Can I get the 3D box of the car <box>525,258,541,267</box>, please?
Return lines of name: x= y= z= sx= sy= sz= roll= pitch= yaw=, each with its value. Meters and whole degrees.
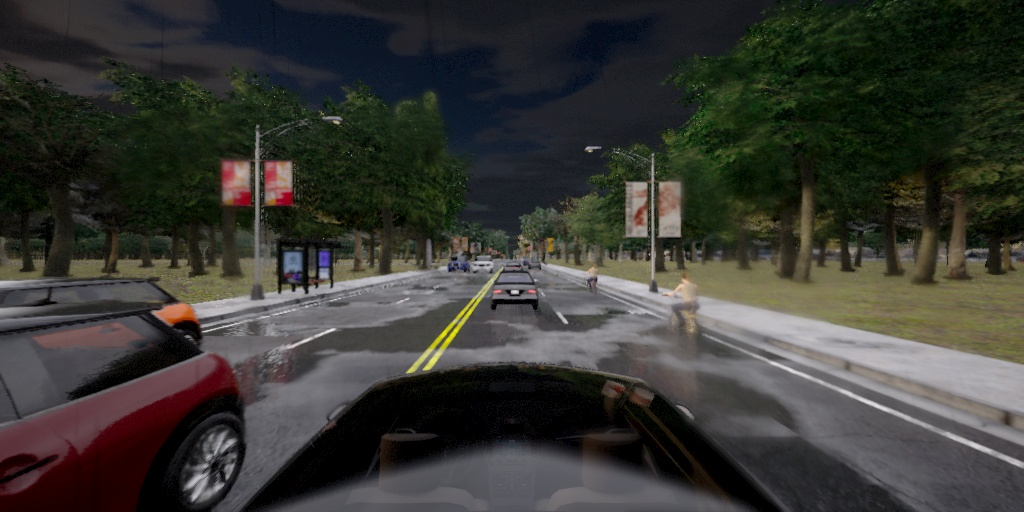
car: x=3.359 y=1.273 z=54.105 sx=2.128 sy=1.511 sz=4.902 roll=0 pitch=0 yaw=0

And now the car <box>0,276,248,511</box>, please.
car: x=-3.350 y=1.102 z=1.178 sx=2.097 sy=1.767 sz=4.553 roll=0 pitch=0 yaw=0

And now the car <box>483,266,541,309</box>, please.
car: x=0.102 y=1.304 z=14.976 sx=2.033 sy=1.411 sz=5.357 roll=0 pitch=0 yaw=0

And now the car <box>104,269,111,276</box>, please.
car: x=-6.599 y=1.104 z=4.460 sx=2.097 sy=1.767 sz=4.553 roll=0 pitch=0 yaw=0

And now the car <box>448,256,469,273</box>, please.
car: x=-6.581 y=0.998 z=44.881 sx=2.150 sy=2.045 sz=5.566 roll=0 pitch=0 yaw=0

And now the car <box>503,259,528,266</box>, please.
car: x=0.107 y=1.260 z=34.331 sx=2.128 sy=1.511 sz=4.902 roll=0 pitch=0 yaw=0

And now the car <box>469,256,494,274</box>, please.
car: x=-3.335 y=0.996 z=42.164 sx=2.150 sy=2.045 sz=5.566 roll=0 pitch=0 yaw=0

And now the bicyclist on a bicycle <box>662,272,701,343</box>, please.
bicyclist on a bicycle: x=4.164 y=1.190 z=8.686 sx=0.866 sy=1.612 sz=1.509 roll=0 pitch=0 yaw=0

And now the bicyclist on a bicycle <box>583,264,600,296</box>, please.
bicyclist on a bicycle: x=4.166 y=1.195 z=18.557 sx=0.866 sy=1.612 sz=1.509 roll=0 pitch=0 yaw=0
